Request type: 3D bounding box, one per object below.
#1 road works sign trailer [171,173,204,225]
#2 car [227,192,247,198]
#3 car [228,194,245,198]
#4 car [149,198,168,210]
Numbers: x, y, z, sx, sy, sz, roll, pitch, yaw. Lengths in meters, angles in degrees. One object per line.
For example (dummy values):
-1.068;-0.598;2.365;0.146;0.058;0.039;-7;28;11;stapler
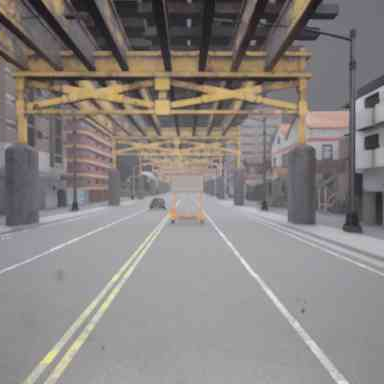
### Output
-0.316;0.433;23.688;2.380;3.560;2.880;0;0;-1;road works sign trailer
12.309;0.813;90.819;4.974;1.542;2.038;0;1;24;car
12.042;0.867;86.656;4.974;1.542;2.038;0;1;-21;car
-4.163;1.460;41.240;1.812;1.442;4.674;0;0;-1;car
